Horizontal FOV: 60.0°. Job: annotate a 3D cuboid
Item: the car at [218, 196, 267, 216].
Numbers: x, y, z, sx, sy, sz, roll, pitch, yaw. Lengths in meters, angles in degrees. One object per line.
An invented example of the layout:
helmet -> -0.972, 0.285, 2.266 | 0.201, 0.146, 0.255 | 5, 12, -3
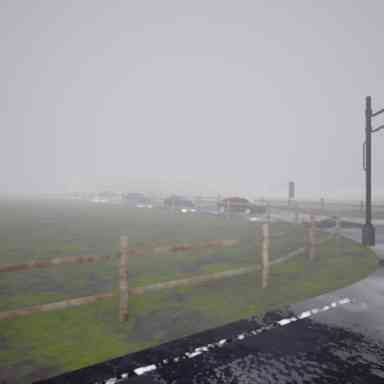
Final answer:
car -> 4.305, 1.142, 28.471 | 1.882, 1.535, 5.008 | 0, 1, -35

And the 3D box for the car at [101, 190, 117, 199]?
car -> -15.875, 0.479, 63.013 | 1.837, 1.490, 4.892 | 0, 1, -35

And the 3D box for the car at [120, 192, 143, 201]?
car -> -9.962, 0.751, 54.877 | 1.895, 1.301, 4.718 | 0, 1, -35

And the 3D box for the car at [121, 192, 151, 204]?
car -> -7.289, 0.781, 44.767 | 1.882, 1.535, 5.008 | 0, 1, -35

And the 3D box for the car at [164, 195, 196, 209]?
car -> -1.403, 1.050, 36.509 | 1.994, 1.385, 4.181 | 0, 1, -34
